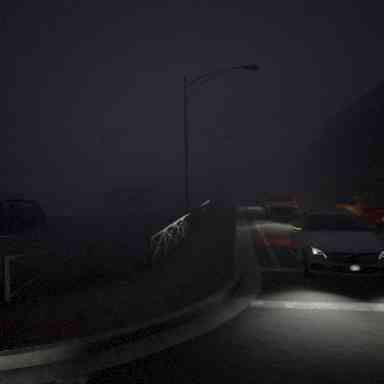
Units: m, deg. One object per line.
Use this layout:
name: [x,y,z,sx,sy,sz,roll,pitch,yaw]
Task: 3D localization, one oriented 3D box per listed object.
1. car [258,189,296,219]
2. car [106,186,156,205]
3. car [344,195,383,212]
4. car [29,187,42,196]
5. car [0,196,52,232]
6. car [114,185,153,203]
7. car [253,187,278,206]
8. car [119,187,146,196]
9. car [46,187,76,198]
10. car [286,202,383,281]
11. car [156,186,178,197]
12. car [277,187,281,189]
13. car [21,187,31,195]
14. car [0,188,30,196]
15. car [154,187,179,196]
car: [5.618,0.821,21.701,1.882,1.535,5.008,-1,1,8]
car: [-6.496,0.337,34.294,4.605,1.855,1.932,-1,1,7]
car: [8.511,0.906,16.407,1.882,1.535,5.008,-1,1,10]
car: [-29.048,0.049,59.582,3.866,1.878,1.905,-1,1,7]
car: [-9.053,1.114,15.901,3.633,1.501,1.845,-1,1,7]
car: [-6.525,0.244,37.227,3.866,1.878,1.905,-1,1,7]
car: [7.214,0.494,33.748,1.882,1.535,5.008,-1,2,8]
car: [-10.844,-0.056,60.869,4.514,1.523,2.007,-1,1,7]
car: [-21.678,0.058,55.295,4.605,1.855,1.932,-1,1,7]
car: [3.788,1.213,9.080,1.812,1.442,4.674,-1,1,12]
car: [-4.854,-0.023,49.910,5.027,1.636,2.152,-1,1,7]
car: [13.638,-0.106,54.198,2.128,1.511,4.902,-1,1,7]
car: [-30.084,0.430,56.374,3.806,1.475,1.970,-1,1,7]
car: [-24.006,0.602,43.048,4.514,1.523,2.007,-1,1,7]
car: [-4.336,-0.113,56.314,3.806,1.475,1.970,-1,1,7]
